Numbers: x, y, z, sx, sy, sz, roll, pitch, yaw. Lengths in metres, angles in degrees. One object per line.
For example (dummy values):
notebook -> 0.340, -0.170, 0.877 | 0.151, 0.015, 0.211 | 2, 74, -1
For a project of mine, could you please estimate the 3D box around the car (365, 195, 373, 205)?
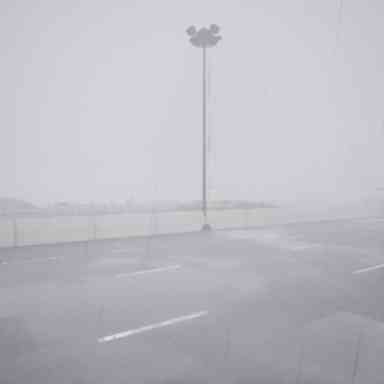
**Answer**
car -> 34.367, 1.638, 62.782 | 5.566, 2.045, 2.150 | 1, -1, -35

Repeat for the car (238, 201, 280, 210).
car -> 6.144, 1.618, 29.870 | 4.718, 1.301, 1.895 | 0, 0, -35
